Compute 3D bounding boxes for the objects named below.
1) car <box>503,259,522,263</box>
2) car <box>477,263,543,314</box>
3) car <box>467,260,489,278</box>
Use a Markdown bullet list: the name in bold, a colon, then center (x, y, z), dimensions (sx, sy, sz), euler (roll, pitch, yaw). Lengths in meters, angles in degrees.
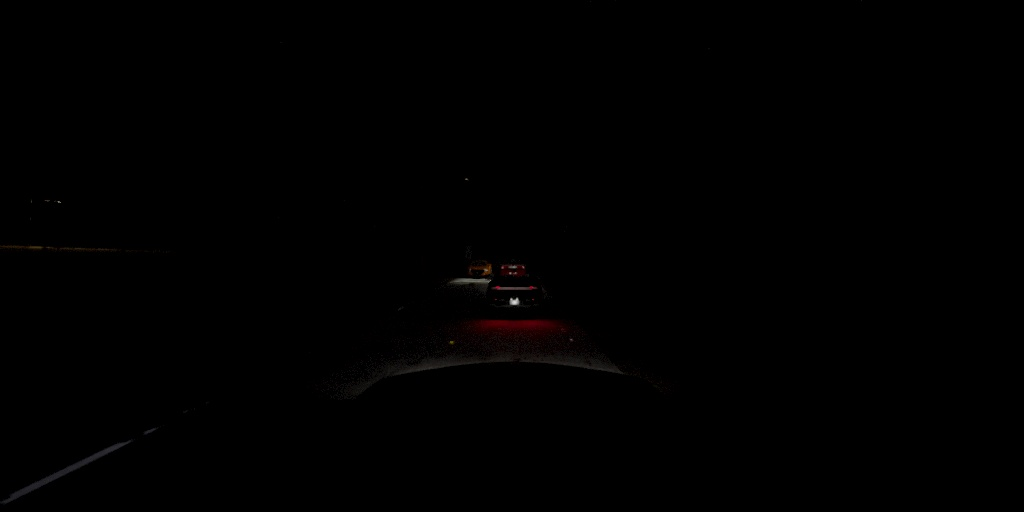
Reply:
- **car**: center (0.073, 0.985, 28.909), dimensions (2.097, 1.767, 4.553), euler (0, 0, 0)
- **car**: center (0.083, 1.192, 13.428), dimensions (2.128, 1.511, 4.902), euler (0, 0, 0)
- **car**: center (-2.864, 1.097, 32.095), dimensions (1.882, 1.535, 5.008), euler (0, 0, 0)
